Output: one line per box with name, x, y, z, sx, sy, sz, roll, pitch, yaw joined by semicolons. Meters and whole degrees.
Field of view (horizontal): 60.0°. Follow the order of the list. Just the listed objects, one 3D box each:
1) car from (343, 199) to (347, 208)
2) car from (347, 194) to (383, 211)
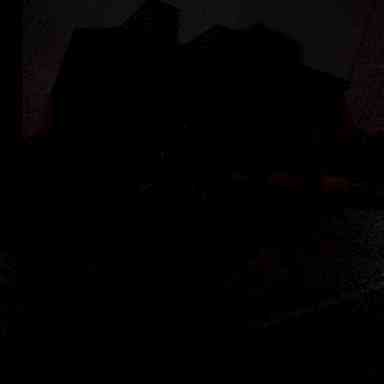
car;18.698;1.394;44.190;1.887;1.381;4.507;1;0;-35
car;21.853;1.201;39.764;2.192;1.841;5.009;1;0;-35
